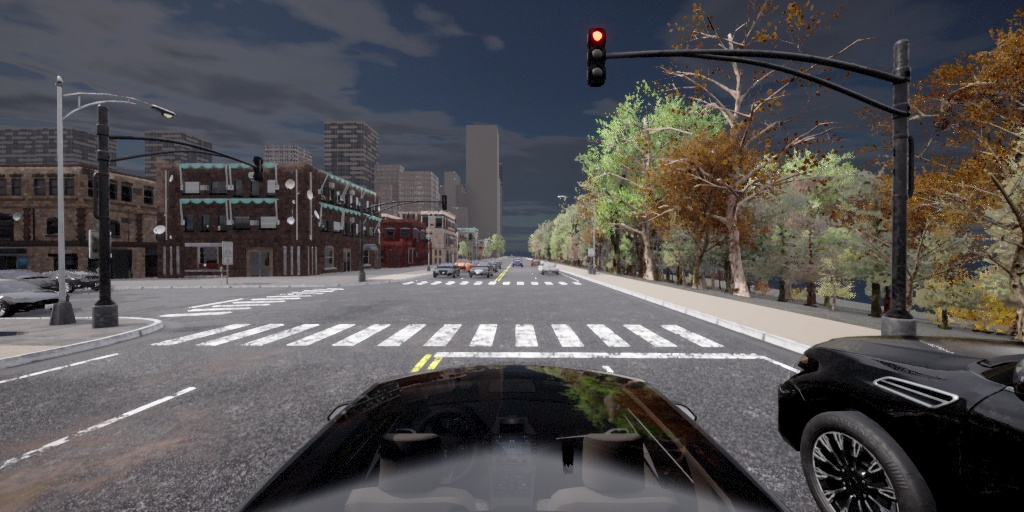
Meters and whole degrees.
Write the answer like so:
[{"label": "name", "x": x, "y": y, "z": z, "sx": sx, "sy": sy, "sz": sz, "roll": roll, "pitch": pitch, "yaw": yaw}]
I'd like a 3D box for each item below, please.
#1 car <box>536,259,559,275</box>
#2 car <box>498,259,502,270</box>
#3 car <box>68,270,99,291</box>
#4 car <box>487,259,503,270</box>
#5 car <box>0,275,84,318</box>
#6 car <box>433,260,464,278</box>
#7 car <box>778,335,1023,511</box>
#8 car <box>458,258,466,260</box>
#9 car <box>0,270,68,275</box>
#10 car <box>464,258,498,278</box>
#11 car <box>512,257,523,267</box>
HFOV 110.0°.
[{"label": "car", "x": 3.948, "y": 1.338, "z": 39.063, "sx": 1.895, "sy": 1.301, "sz": 4.718, "roll": 0, "pitch": 0, "yaw": 1}, {"label": "car", "x": -2.675, "y": 1.227, "z": 43.270, "sx": 2.128, "sy": 1.511, "sz": 4.902, "roll": 0, "pitch": 0, "yaw": 1}, {"label": "car", "x": -27.959, "y": 1.560, "z": 22.360, "sx": 4.403, "sy": 1.370, "sz": 2.007, "roll": 0, "pitch": 0, "yaw": 1}, {"label": "car", "x": -2.505, "y": 1.223, "z": 53.539, "sx": 2.128, "sy": 1.511, "sz": 4.902, "roll": 0, "pitch": 0, "yaw": 1}, {"label": "car", "x": -19.767, "y": 1.565, "z": 13.713, "sx": 4.313, "sy": 1.339, "sz": 1.948, "roll": 0, "pitch": 0, "yaw": 1}, {"label": "car", "x": -6.082, "y": 1.304, "z": 33.764, "sx": 1.994, "sy": 1.385, "sz": 4.181, "roll": 0, "pitch": 0, "yaw": 1}, {"label": "car", "x": 3.322, "y": 0.972, "z": 0.675, "sx": 2.150, "sy": 2.045, "sz": 5.566, "roll": 0, "pitch": 0, "yaw": 1}, {"label": "car", "x": -5.916, "y": 1.088, "z": 43.760, "sx": 2.097, "sy": 1.767, "sz": 4.553, "roll": 0, "pitch": 0, "yaw": 1}, {"label": "car", "x": -28.355, "y": 1.531, "z": 19.765, "sx": 4.902, "sy": 1.511, "sz": 2.128, "roll": -1, "pitch": 1, "yaw": 1}, {"label": "car", "x": -2.821, "y": 1.232, "z": 33.779, "sx": 2.128, "sy": 1.511, "sz": 4.902, "roll": 0, "pitch": 0, "yaw": 3}, {"label": "car", "x": 0.999, "y": 1.252, "z": 63.801, "sx": 1.812, "sy": 1.442, "sz": 4.674, "roll": 0, "pitch": 0, "yaw": 1}]
